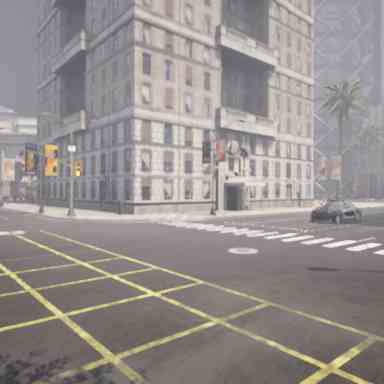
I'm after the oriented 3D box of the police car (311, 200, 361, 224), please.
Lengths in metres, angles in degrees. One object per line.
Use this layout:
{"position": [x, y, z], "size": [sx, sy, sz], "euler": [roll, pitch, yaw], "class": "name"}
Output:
{"position": [10.632, 1.410, 24.567], "size": [5.238, 1.638, 1.930], "euler": [0, 0, -40], "class": "police car"}
